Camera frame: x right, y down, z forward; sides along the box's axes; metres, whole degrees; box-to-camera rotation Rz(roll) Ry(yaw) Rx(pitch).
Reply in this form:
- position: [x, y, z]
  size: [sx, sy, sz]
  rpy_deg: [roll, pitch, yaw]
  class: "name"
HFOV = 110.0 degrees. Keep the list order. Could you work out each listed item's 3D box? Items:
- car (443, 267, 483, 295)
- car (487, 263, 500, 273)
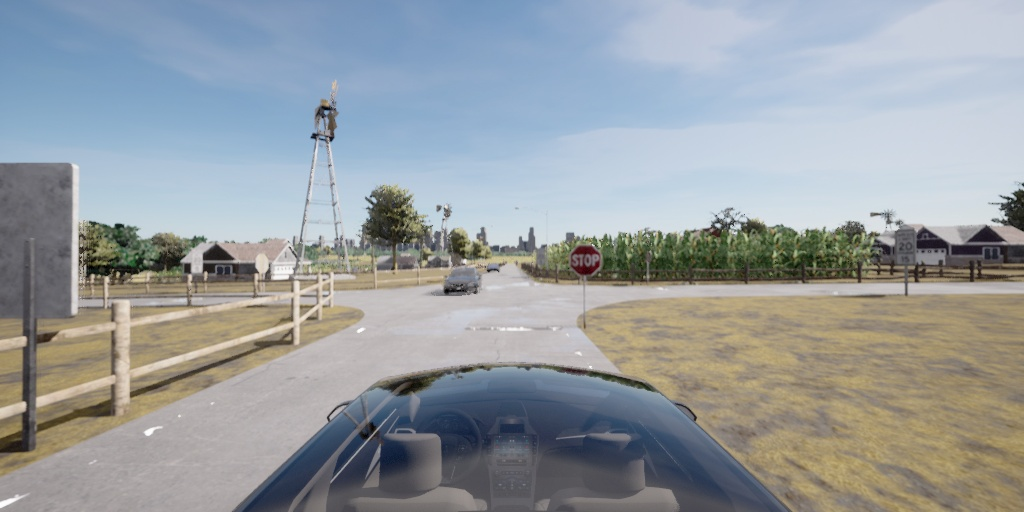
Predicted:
- position: [-2.752, 1.439, 20.917]
  size: [1.837, 1.490, 4.892]
  rpy_deg: [-1, 0, 0]
  class: "car"
- position: [-2.724, 1.808, 53.650]
  size: [2.033, 1.411, 5.357]
  rpy_deg: [0, -1, 0]
  class: "car"
